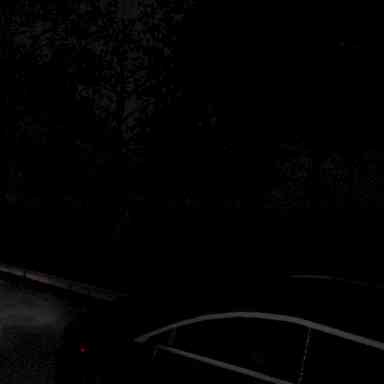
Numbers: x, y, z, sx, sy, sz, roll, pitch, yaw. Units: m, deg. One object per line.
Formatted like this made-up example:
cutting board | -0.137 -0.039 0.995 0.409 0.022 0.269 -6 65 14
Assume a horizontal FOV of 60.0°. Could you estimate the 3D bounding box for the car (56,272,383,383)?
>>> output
car | 0.827 1.492 2.788 4.902 1.511 2.128 0 0 35
